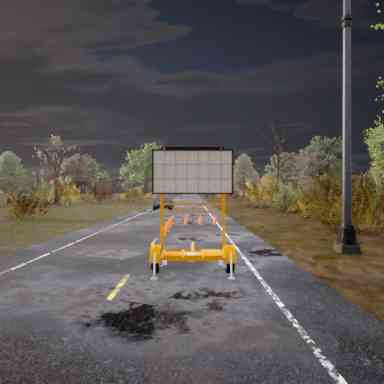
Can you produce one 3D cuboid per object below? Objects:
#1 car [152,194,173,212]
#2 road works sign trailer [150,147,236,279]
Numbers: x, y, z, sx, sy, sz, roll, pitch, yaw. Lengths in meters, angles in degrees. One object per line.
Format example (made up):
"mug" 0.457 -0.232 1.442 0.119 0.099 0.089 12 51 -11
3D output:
"car" -3.407 1.198 39.616 2.150 2.045 5.566 0 0 0
"road works sign trailer" 0.025 0.464 9.977 2.380 3.560 2.880 0 0 0
